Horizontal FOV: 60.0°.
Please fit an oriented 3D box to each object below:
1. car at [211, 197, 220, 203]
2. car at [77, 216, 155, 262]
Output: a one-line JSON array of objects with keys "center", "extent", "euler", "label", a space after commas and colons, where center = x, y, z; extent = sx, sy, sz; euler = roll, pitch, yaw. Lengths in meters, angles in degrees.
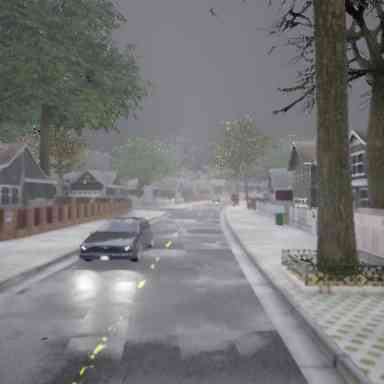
[{"center": [5.958, 1.928, 84.294], "extent": [1.882, 1.535, 5.008], "euler": [0, 0, 12], "label": "car"}, {"center": [-2.607, 1.666, 12.864], "extent": [2.033, 1.411, 5.357], "euler": [0, -1, 2], "label": "car"}]
